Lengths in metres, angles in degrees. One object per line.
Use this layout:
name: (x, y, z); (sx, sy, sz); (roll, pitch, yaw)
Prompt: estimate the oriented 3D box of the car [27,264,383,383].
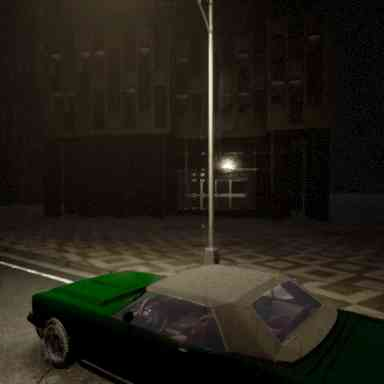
car: (0.029, 1.603, 4.021); (4.718, 1.301, 1.895); (0, 0, 36)
